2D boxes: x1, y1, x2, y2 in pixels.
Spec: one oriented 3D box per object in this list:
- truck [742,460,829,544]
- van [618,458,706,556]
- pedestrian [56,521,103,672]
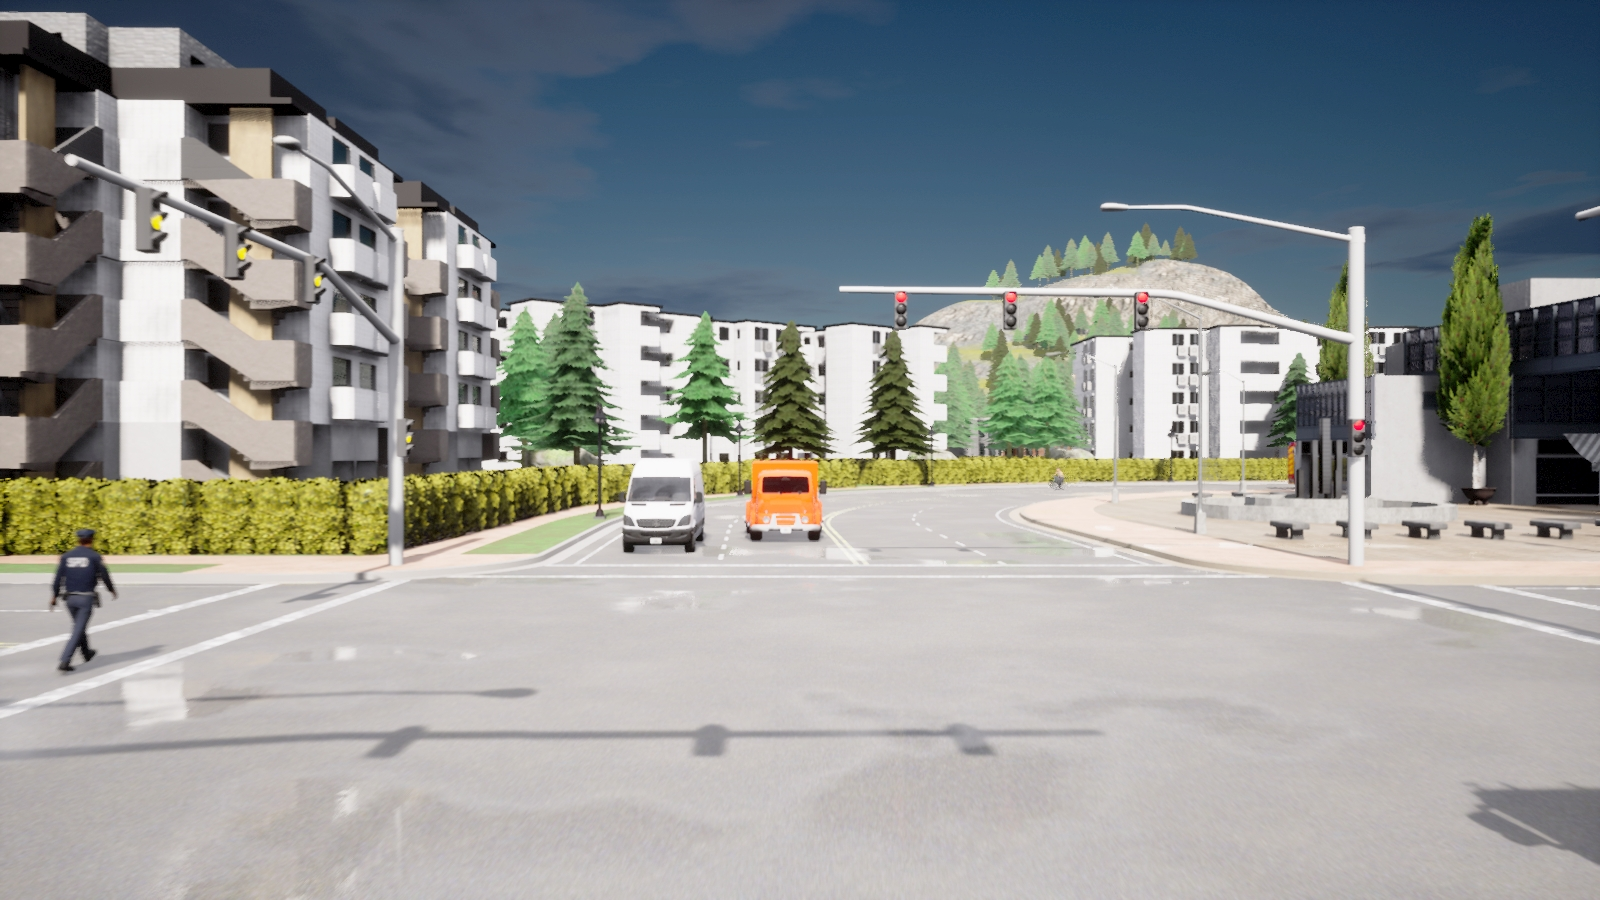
[{"bbox_3d":[-0.502,1.567,36.807,2.627,2.467,5.204,0,0,-2],"label":"truck"},{"bbox_3d":[-3.897,1.533,33.261,1.988,2.561,5.915,0,0,-1],"label":"van"},{"bbox_3d":[-9.153,1.847,14.514,0.375,1.860,0.375,0,0,-5],"label":"pedestrian"}]
